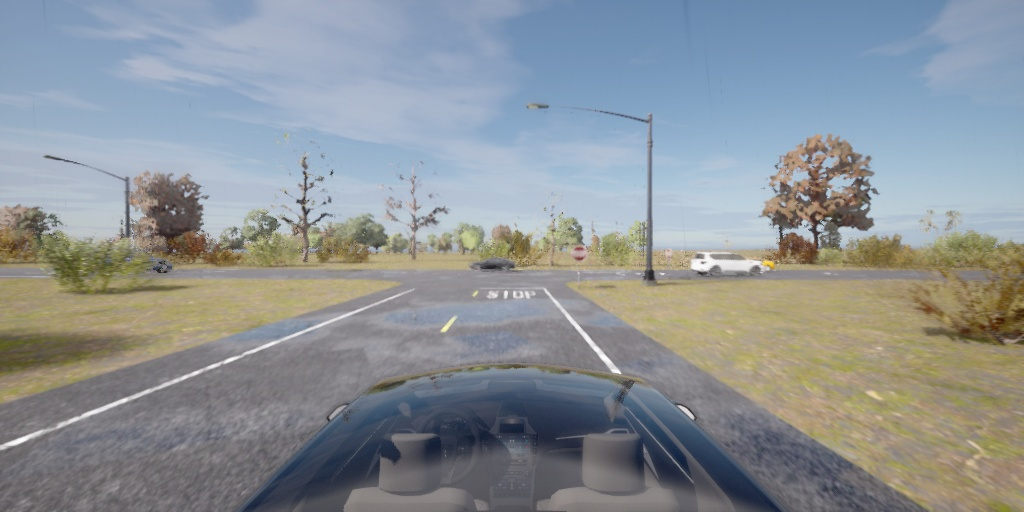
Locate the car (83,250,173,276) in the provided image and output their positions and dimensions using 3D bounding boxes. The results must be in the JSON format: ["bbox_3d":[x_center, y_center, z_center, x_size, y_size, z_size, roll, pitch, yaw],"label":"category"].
[{"bbox_3d":[-30.725,0.518,28.771,5.566,2.045,2.150,0,1,-2],"label":"car"}]

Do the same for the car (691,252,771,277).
[{"bbox_3d":[18.010,0.698,30.105,5.566,2.045,2.150,0,1,-2],"label":"car"}]

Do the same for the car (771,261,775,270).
[{"bbox_3d":[24.504,0.914,37.308,5.008,1.535,1.882,-1,1,-2],"label":"car"}]

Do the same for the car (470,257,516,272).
[{"bbox_3d":[-1.913,0.855,36.585,4.674,1.442,1.812,0,1,-1],"label":"car"}]
